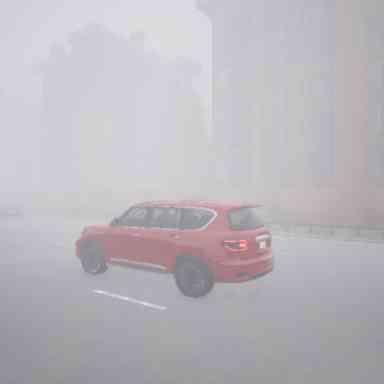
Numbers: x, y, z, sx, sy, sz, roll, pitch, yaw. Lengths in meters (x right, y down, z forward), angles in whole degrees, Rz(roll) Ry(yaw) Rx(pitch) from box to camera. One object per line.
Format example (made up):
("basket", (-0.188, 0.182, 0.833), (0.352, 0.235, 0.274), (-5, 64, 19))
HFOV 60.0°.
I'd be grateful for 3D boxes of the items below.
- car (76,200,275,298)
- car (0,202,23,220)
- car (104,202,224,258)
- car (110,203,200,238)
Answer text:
("car", (-0.646, 1.224, 8.747), (5.566, 2.045, 2.150), (0, 0, 35))
("car", (-16.315, 1.563, 28.500), (4.181, 1.385, 1.994), (0, 0, 35))
("car", (-1.208, 1.351, 13.445), (4.553, 1.767, 2.097), (0, 0, 35))
("car", (-2.139, 1.477, 18.405), (5.008, 1.535, 1.882), (0, 0, 35))
